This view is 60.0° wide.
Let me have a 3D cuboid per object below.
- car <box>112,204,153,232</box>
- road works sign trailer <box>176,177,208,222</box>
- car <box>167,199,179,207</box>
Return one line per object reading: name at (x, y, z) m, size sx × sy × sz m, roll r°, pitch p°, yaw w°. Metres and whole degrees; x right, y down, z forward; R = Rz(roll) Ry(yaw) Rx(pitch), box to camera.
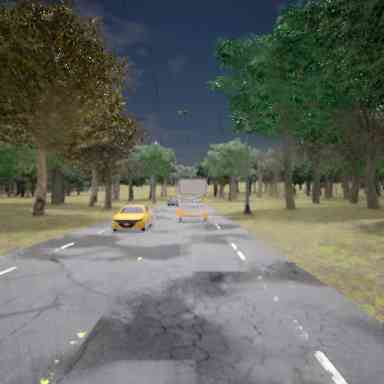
car at (-3.597, 1.538, 20.800) m, size 1.882 × 1.535 × 5.008 m, roll 0°, pitch -1°, yaw 0°
road works sign trailer at (0.069, 0.594, 27.490) m, size 2.380 × 3.560 × 2.880 m, roll 0°, pitch -1°, yaw -2°
car at (-3.530, 2.035, 61.882) m, size 1.994 × 1.385 × 4.181 m, roll 0°, pitch 0°, yaw 1°
